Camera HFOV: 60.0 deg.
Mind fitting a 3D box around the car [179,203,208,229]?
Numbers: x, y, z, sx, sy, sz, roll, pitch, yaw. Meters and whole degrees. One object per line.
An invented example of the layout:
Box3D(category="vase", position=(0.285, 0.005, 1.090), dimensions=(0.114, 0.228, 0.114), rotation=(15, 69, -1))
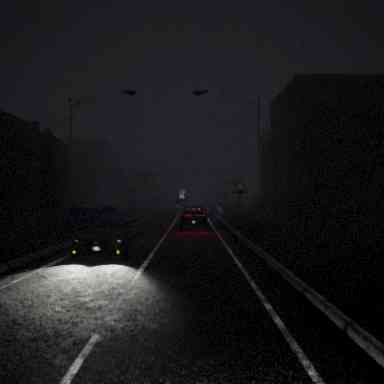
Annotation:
Box3D(category="car", position=(0.105, 1.722, 23.547), dimensions=(2.128, 1.511, 4.902), rotation=(0, 0, 0))

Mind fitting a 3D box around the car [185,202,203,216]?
Box3D(category="car", position=(0.270, 1.890, 37.950), dimensions=(1.895, 1.301, 4.718), rotation=(0, 0, 3))

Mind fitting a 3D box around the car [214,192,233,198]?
Box3D(category="car", position=(8.197, 0.800, 85.551), dimensions=(4.674, 1.452, 2.002), rotation=(0, 2, -1))

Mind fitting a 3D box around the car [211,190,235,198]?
Box3D(category="car", position=(8.040, 0.854, 82.792), dimensions=(5.366, 1.575, 1.946), rotation=(0, 2, -1))

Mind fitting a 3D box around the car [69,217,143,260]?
Box3D(category="car", position=(-3.089, 1.651, 12.693), dimensions=(1.994, 1.385, 4.181), rotation=(0, -1, 0))

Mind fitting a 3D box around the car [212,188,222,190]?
Box3D(category="car", position=(8.131, 0.540, 88.299), dimensions=(4.553, 1.767, 2.185), rotation=(0, 2, -1))

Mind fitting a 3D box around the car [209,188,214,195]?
Box3D(category="car", position=(8.161, 0.325, 91.049), dimensions=(5.566, 2.045, 2.435), rotation=(0, 2, -1))
